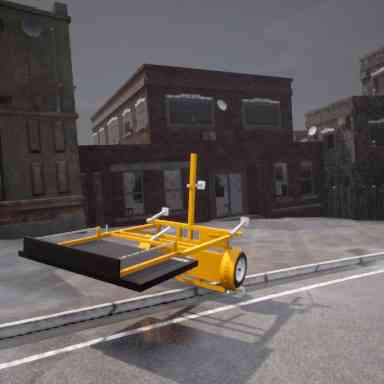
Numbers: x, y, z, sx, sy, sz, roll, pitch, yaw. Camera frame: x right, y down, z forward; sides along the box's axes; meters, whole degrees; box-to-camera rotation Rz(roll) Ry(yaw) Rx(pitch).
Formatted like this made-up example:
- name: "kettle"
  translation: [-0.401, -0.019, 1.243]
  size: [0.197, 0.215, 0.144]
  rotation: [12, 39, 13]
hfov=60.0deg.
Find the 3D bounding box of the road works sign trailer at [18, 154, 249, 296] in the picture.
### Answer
- name: "road works sign trailer"
  translation: [-0.701, 0.701, 5.824]
  size: [2.380, 2.880, 3.560]
  rotation: [5, 5, 31]
